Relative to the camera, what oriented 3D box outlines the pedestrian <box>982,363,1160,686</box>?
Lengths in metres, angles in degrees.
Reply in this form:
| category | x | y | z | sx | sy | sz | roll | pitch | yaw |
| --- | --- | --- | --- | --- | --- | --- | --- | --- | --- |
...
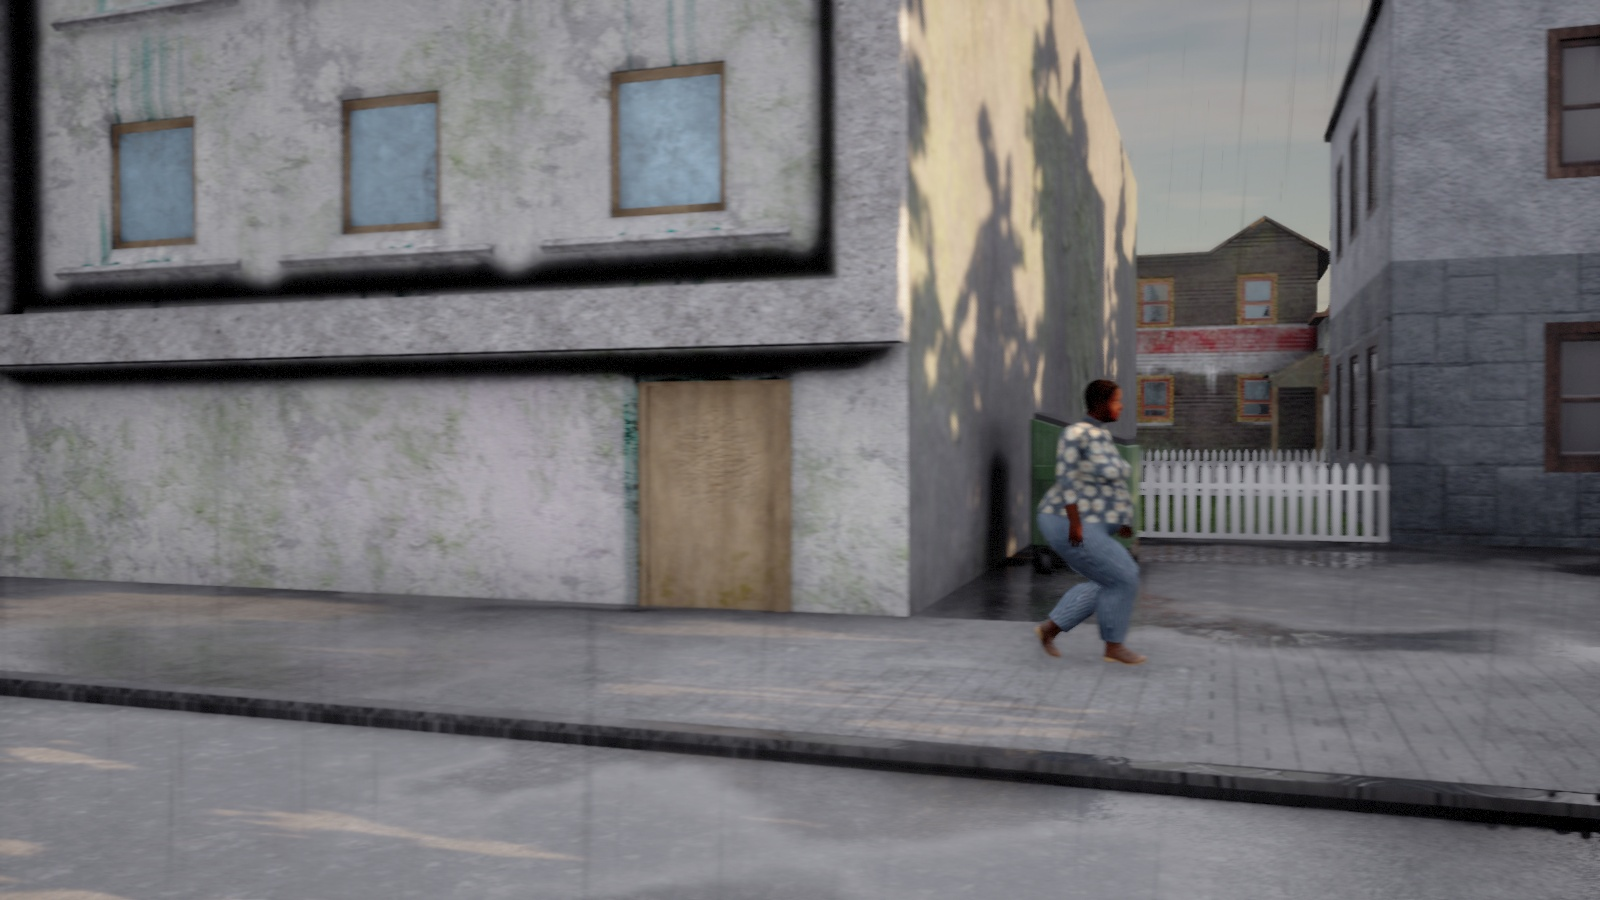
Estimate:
| category | x | y | z | sx | sy | sz | roll | pitch | yaw |
| --- | --- | --- | --- | --- | --- | --- | --- | --- | --- |
| pedestrian | 1.697 | 0.418 | 7.793 | 0.900 | 1.855 | 0.874 | 1 | 1 | 25 |
